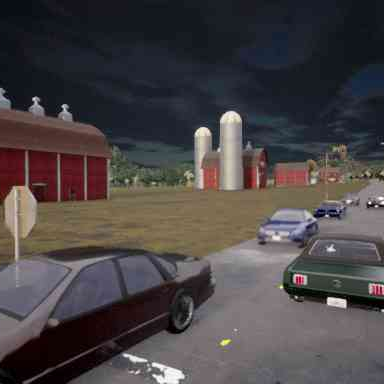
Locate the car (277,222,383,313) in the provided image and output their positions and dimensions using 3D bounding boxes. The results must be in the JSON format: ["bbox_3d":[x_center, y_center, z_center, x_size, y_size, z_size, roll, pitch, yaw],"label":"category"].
[{"bbox_3d":[3.587,1.592,7.595,1.895,1.301,4.718,0,0,30],"label":"car"}]

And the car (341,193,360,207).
[{"bbox_3d":[18.715,0.854,39.241,2.128,1.511,4.902,0,1,30],"label":"car"}]

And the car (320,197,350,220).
[{"bbox_3d":[10.690,1.343,25.552,1.895,1.301,4.718,0,1,30],"label":"car"}]

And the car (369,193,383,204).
[{"bbox_3d":[24.144,0.813,43.129,1.895,1.301,4.718,0,1,30],"label":"car"}]

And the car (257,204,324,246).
[{"bbox_3d":[4.373,1.478,14.642,1.812,1.442,4.674,0,0,30],"label":"car"}]

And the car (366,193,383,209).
[{"bbox_3d":[19.200,1.055,34.471,1.895,1.301,4.718,0,1,30],"label":"car"}]

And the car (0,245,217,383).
[{"bbox_3d":[-1.613,1.544,4.706,2.033,1.411,5.357,0,0,34],"label":"car"}]
